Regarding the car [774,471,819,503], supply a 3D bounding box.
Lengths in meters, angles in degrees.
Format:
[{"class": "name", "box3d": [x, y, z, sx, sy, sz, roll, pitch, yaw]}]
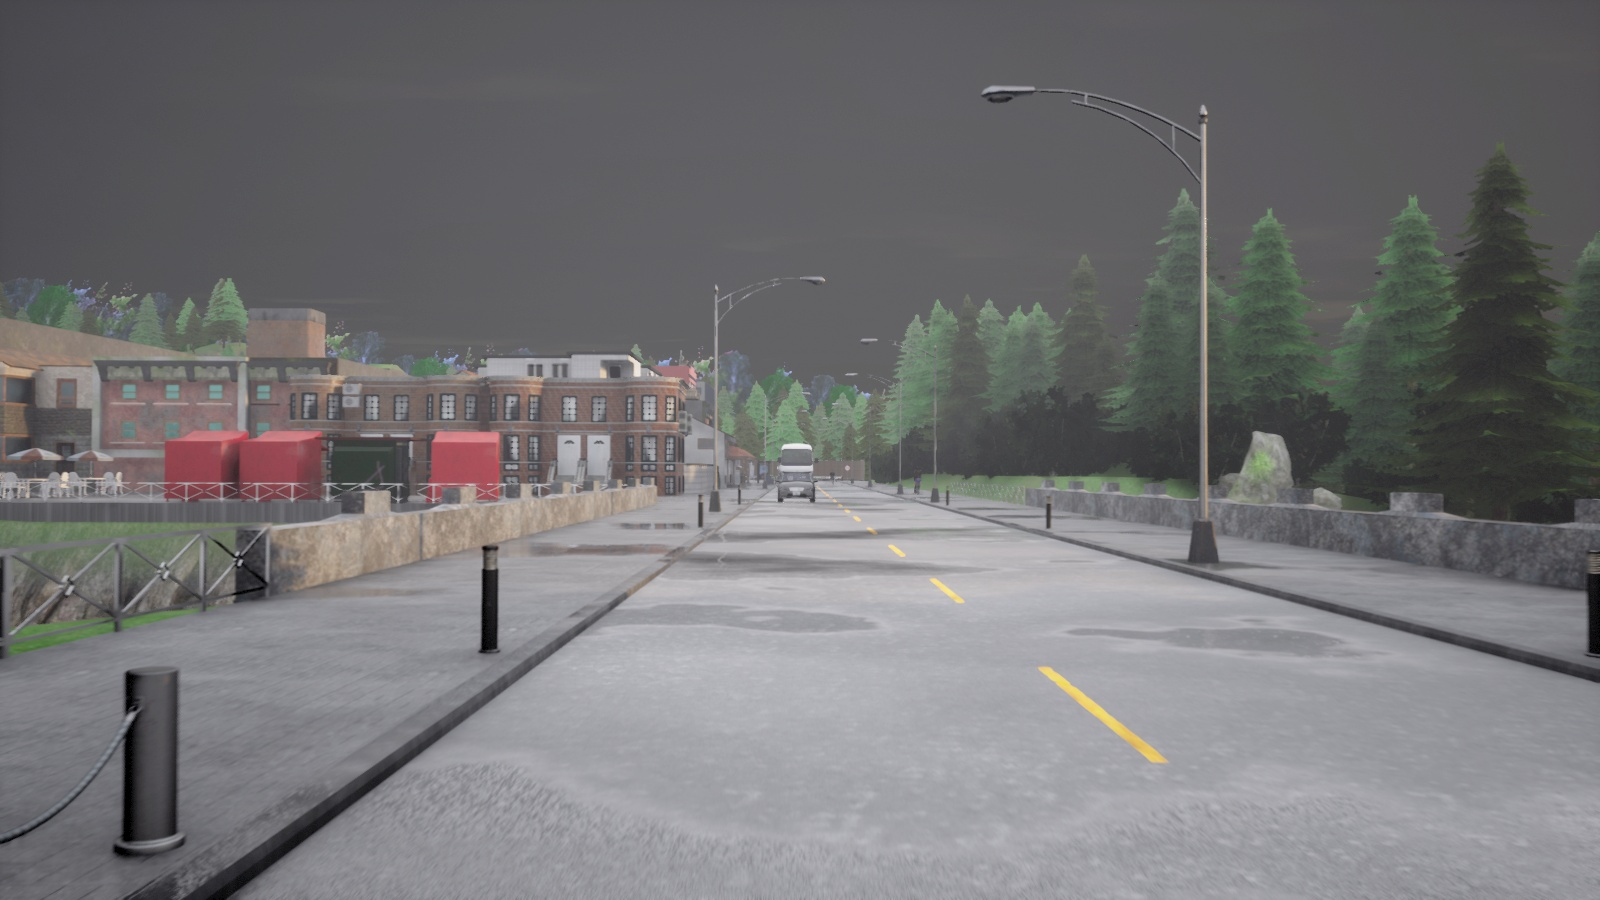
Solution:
[{"class": "car", "box3d": [-0.154, 1.808, 61.919, 2.128, 1.511, 4.902, 0, -1, 0]}]
